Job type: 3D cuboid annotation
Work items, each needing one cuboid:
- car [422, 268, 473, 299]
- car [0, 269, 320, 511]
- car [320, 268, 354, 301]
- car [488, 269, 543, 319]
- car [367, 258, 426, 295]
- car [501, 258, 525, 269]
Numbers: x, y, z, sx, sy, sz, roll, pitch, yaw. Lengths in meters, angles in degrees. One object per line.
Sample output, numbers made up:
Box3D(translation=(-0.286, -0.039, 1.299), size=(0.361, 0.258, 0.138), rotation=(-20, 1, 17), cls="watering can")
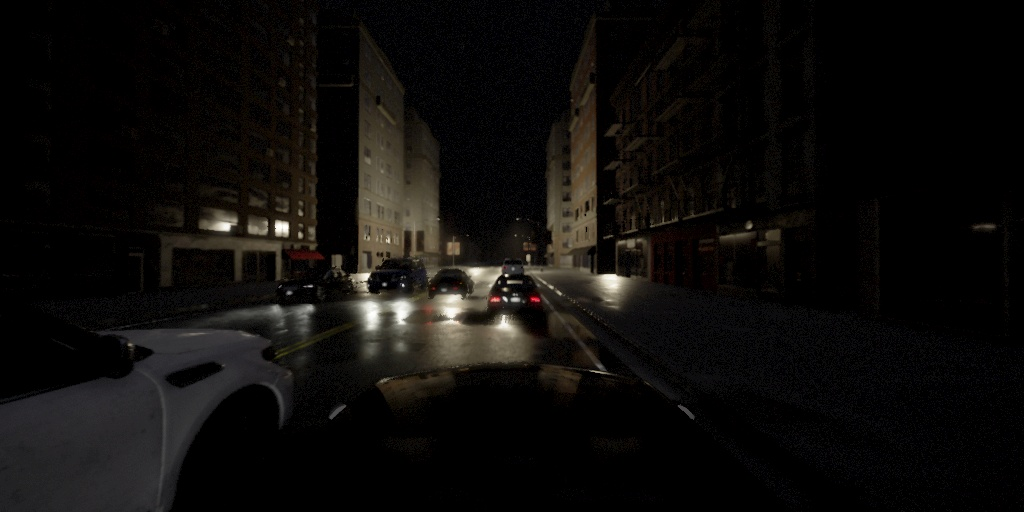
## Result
Box3D(translation=(-3.143, 1.419, 18.909), size=(1.812, 1.442, 4.674), rotation=(0, 0, 0), cls="car")
Box3D(translation=(-3.148, 0.968, 1.029), size=(2.150, 2.045, 5.566), rotation=(0, 0, 0), cls="car")
Box3D(translation=(-9.845, 1.380, 18.308), size=(2.128, 1.511, 4.902), rotation=(0, 0, 0), cls="car")
Box3D(translation=(0.102, 1.394, 13.333), size=(2.033, 1.411, 5.357), rotation=(0, 0, 0), cls="car")
Box3D(translation=(-6.595, 1.135, 21.316), size=(2.150, 2.045, 5.566), rotation=(0, 0, 0), cls="car")
Box3D(translation=(0.110, 1.258, 35.568), size=(2.150, 2.045, 5.566), rotation=(0, 0, 0), cls="car")
